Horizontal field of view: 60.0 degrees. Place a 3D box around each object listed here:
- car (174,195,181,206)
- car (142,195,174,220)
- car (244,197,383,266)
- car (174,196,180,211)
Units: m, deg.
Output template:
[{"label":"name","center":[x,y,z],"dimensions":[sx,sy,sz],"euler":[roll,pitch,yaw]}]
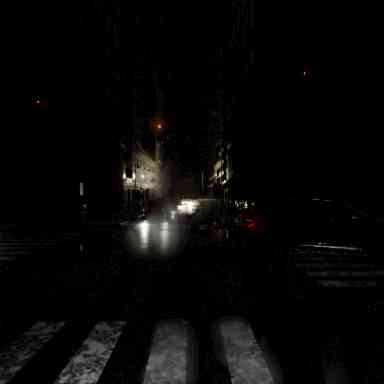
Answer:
[{"label":"car","center":[-2.853,1.322,54.259],"dimensions":[2.097,1.767,4.553],"euler":[0,0,0]},{"label":"car","center":[-2.866,1.344,27.652],"dimensions":[2.097,1.767,4.553],"euler":[0,0,0]},{"label":"car","center":[4.614,1.222,11.489],"dimensions":[5.566,2.045,2.150],"euler":[0,2,22]},{"label":"car","center":[-2.868,1.547,40.730],"dimensions":[1.994,1.385,4.181],"euler":[0,0,1]}]
